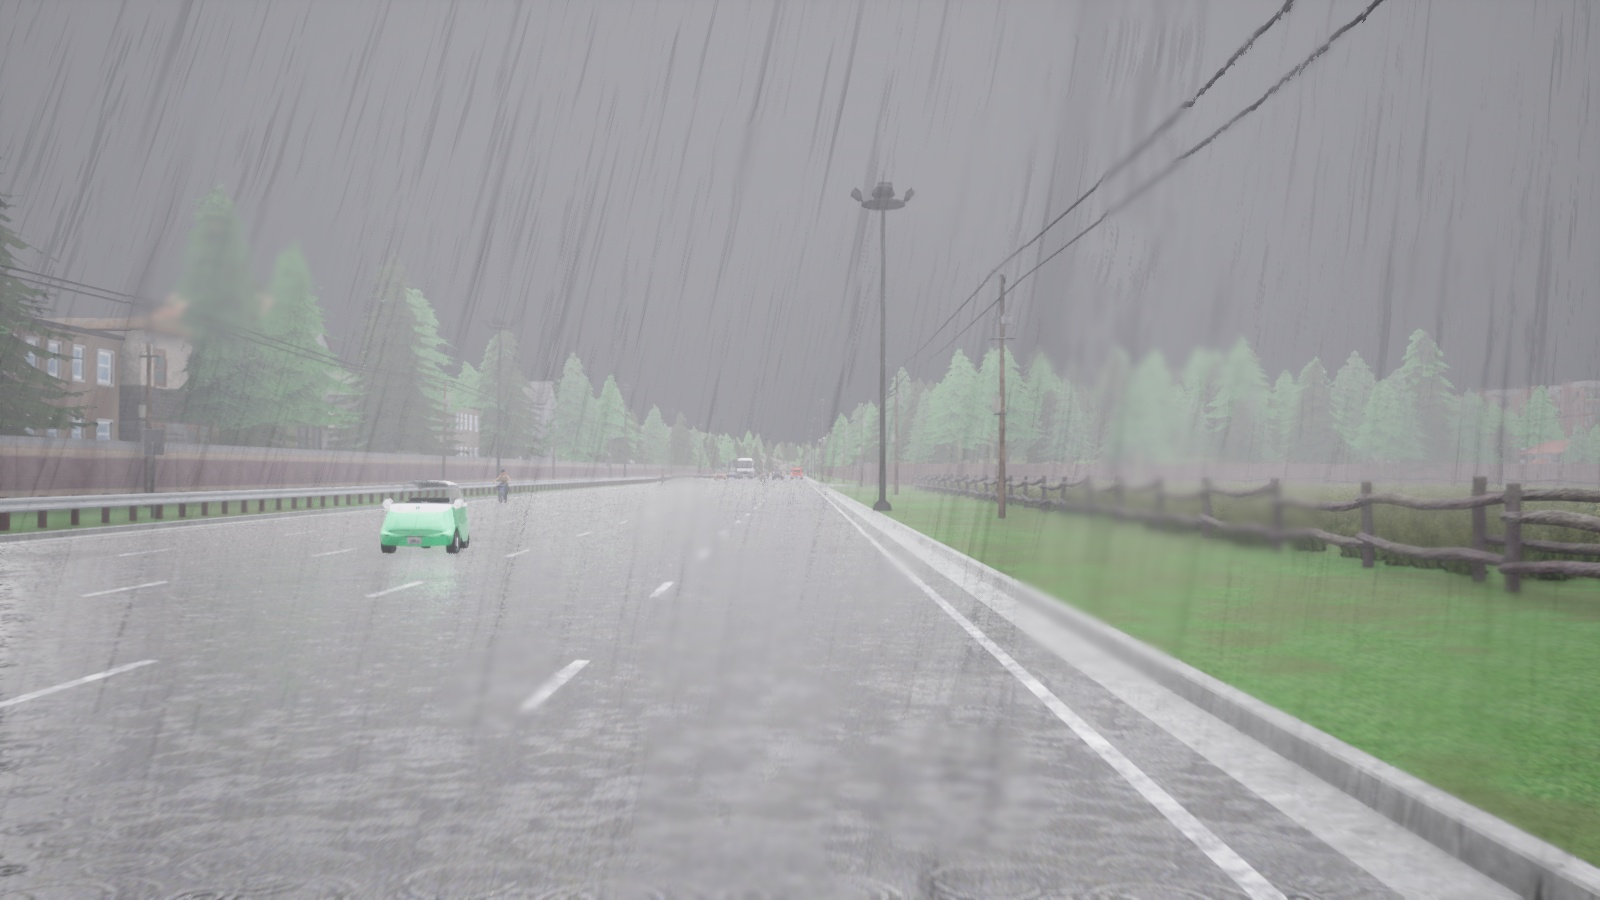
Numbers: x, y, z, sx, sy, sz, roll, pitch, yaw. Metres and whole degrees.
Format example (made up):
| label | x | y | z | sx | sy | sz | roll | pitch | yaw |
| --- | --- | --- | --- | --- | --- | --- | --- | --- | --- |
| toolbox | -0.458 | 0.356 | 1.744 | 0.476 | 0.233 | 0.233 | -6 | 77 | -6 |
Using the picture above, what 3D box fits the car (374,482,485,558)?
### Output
| label | x | y | z | sx | sy | sz | roll | pitch | yaw |
| --- | --- | --- | --- | --- | --- | --- | --- | --- | --- |
| car | -7.058 | 1.312 | 24.104 | 1.481 | 1.376 | 2.207 | 0 | -1 | 0 |
